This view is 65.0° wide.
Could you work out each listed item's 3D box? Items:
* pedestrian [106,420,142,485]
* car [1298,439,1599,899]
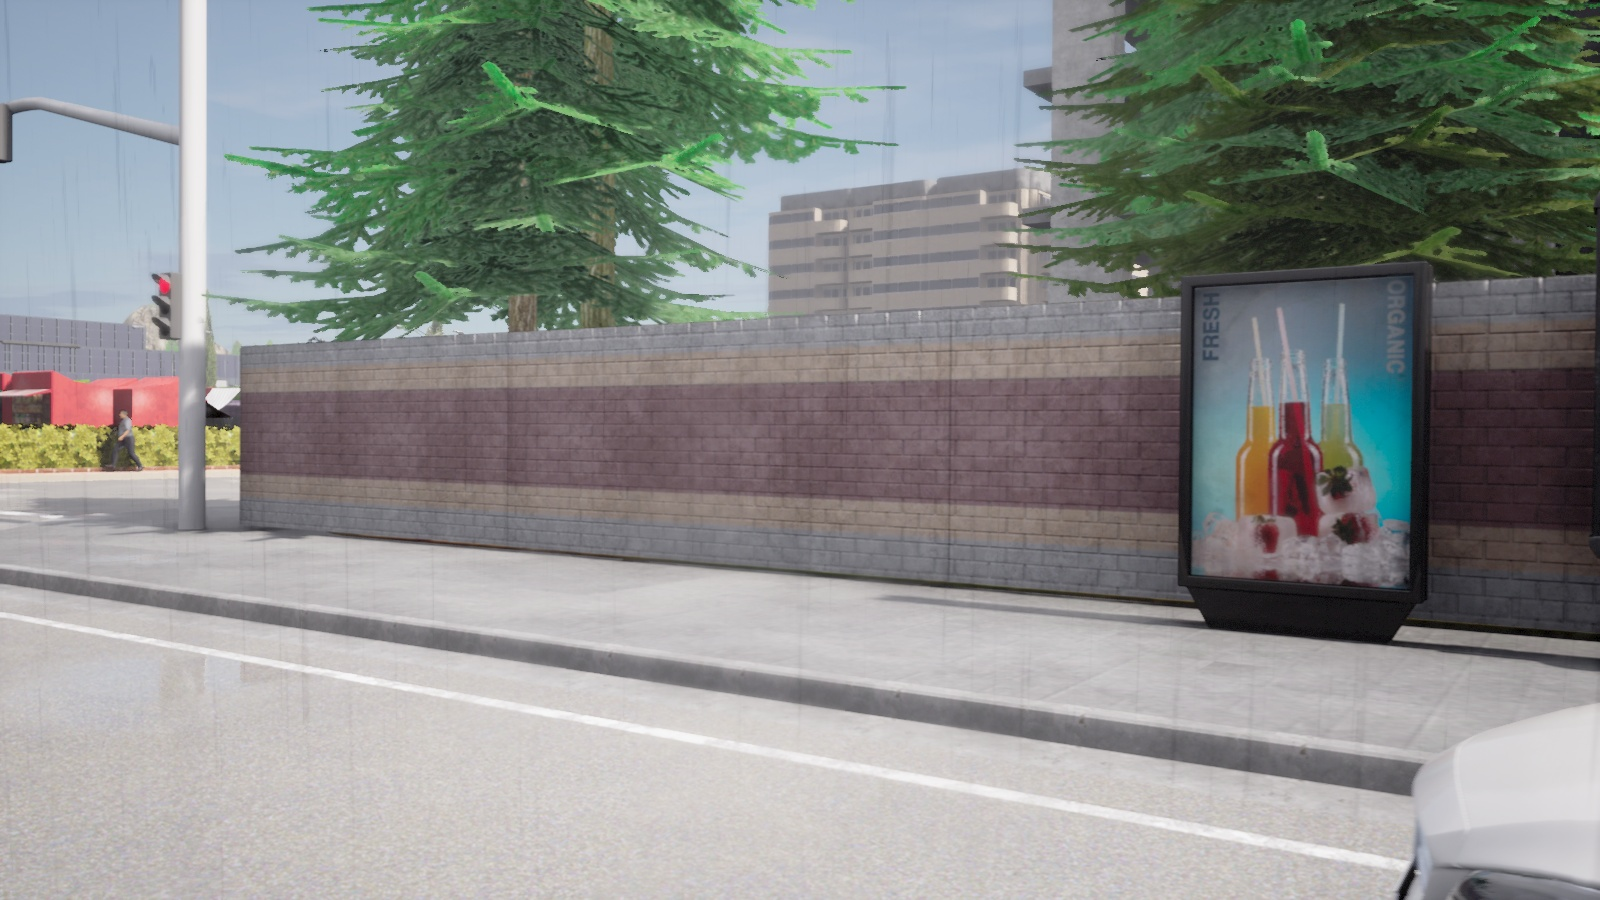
[{"bbox_3d":[-19.370,0.065,35.989,0.540,1.848,0.694,0,1,35],"label":"pedestrian"},{"bbox_3d":[3.247,0.705,1.467,4.674,1.442,1.812,0,1,34],"label":"car"}]
